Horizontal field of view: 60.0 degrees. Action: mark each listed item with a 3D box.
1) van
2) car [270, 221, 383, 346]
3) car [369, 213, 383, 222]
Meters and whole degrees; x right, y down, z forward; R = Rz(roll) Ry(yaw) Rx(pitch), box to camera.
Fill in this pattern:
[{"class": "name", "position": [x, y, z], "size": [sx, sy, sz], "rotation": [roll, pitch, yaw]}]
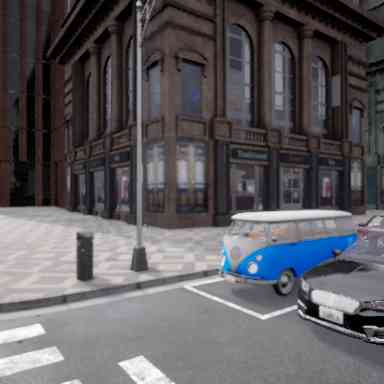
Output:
[{"class": "van", "position": [2.554, 1.371, 8.463], "size": [3.998, 1.788, 1.690], "rotation": [0, 0, -35]}, {"class": "car", "position": [3.994, 1.502, 6.219], "size": [4.902, 1.511, 2.128], "rotation": [0, 0, -36]}, {"class": "car", "position": [6.990, 1.469, 11.612], "size": [4.097, 1.590, 1.967], "rotation": [0, 0, -35]}]
